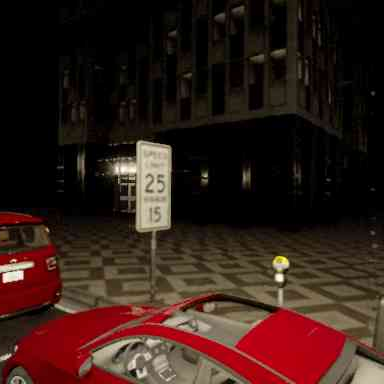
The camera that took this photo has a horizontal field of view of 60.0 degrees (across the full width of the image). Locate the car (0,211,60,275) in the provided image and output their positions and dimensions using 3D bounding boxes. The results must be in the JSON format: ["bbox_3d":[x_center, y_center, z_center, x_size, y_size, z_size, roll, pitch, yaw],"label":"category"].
[{"bbox_3d":[-4.461,1.271,6.179,5.009,1.841,2.192,1,0,37],"label":"car"}]

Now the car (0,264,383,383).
[{"bbox_3d":[0.062,1.583,2.815,4.206,1.307,1.802,1,0,37],"label":"car"}]
